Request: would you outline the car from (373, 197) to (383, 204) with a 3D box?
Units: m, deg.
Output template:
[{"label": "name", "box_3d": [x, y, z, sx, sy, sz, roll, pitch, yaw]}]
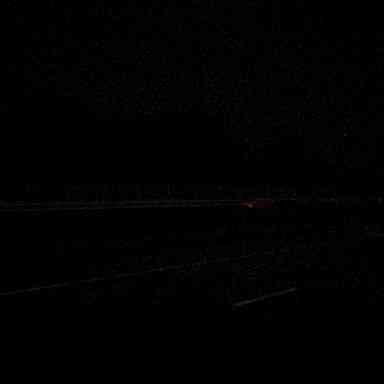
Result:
[{"label": "car", "box_3d": [29.014, 1.686, 50.355, 4.718, 1.301, 1.895, 0, 0, -35]}]

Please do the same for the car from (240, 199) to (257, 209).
[{"label": "car", "box_3d": [7.974, 1.525, 39.754, 5.008, 1.535, 1.882, 0, 0, -35]}]

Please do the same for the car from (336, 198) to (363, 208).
[{"label": "car", "box_3d": [24.398, 1.643, 51.401, 4.181, 1.385, 1.994, 0, 0, -35]}]

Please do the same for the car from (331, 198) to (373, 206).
[{"label": "car", "box_3d": [14.719, 1.540, 31.671, 4.902, 1.511, 2.128, 0, 0, -35]}]

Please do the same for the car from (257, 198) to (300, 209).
[{"label": "car", "box_3d": [9.882, 1.552, 36.819, 4.892, 1.490, 1.837, 0, 0, -35]}]
